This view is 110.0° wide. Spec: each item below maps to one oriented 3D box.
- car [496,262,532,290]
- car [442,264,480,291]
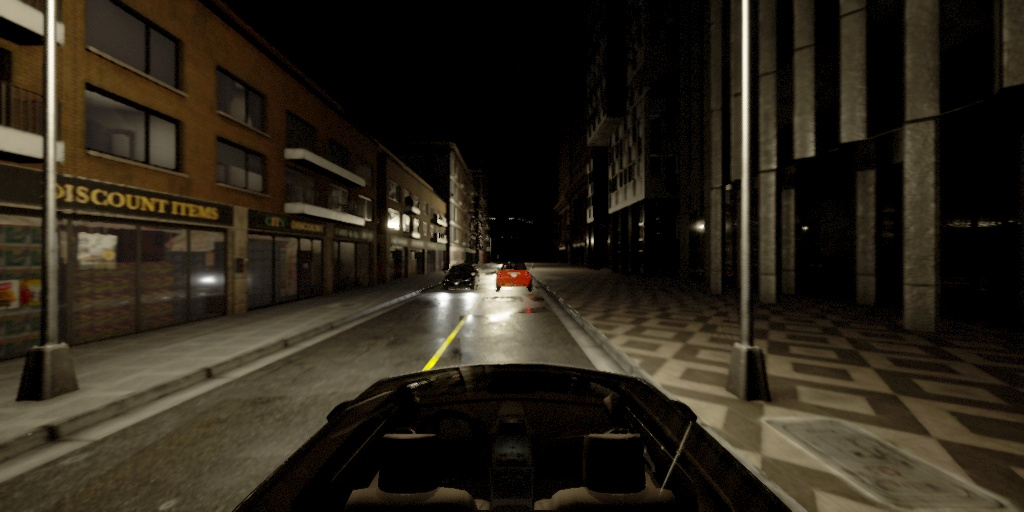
[{"bbox_3d":[0.108,1.131,22.568,2.097,1.767,4.553,0,0,0],"label":"car"},{"bbox_3d":[-3.084,1.283,22.331,1.837,1.490,4.892,0,0,0],"label":"car"}]
